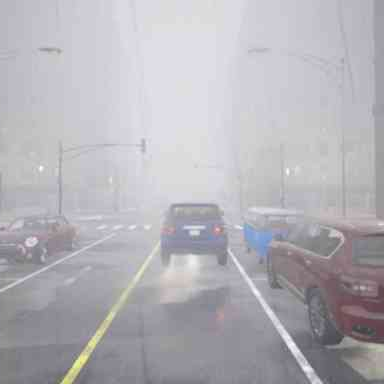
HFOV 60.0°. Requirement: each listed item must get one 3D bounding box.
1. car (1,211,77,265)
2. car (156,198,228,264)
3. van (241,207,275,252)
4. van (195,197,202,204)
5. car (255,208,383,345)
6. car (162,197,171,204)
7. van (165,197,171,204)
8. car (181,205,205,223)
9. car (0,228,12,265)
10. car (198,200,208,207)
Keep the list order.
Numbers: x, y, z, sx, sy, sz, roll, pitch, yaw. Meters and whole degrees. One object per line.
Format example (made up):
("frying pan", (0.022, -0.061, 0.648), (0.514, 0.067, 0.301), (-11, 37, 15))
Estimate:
("car", (-5.678, 1.563, 11.944), (1.967, 1.590, 4.097), (0, -1, 0))
("car", (0.078, 1.346, 12.490), (2.150, 2.045, 5.566), (0, -1, 0))
("van", (2.848, 1.464, 11.957), (1.690, 1.788, 3.998), (0, -1, 0))
("van", (1.755, 2.349, 89.759), (1.690, 1.788, 3.998), (0, -1, -1))
("car", (2.853, 1.382, 6.434), (2.192, 1.841, 5.009), (0, -1, 0))
("car", (-6.768, 2.320, 89.580), (2.192, 1.841, 5.009), (0, -1, -1))
("van", (-6.897, 2.425, 95.235), (1.690, 1.788, 3.998), (0, -1, -1))
("car", (0.090, 1.890, 29.195), (1.895, 1.301, 4.718), (0, -1, 0))
("car", (-5.673, 1.632, 6.418), (1.947, 1.339, 4.313), (0, -1, 0))
("car", (2.271, 2.304, 67.148), (1.802, 1.307, 4.206), (0, -1, -1))
